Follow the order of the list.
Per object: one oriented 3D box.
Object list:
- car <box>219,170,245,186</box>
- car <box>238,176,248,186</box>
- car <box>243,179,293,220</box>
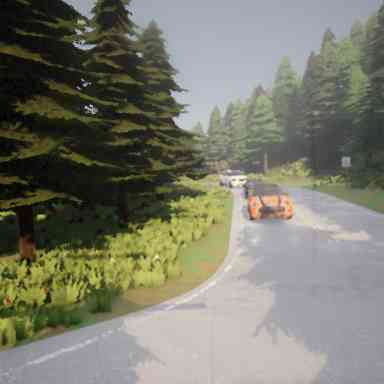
[{"bbox_3d":[4.929,-1.558,39.610,2.150,2.045,5.566,-3,5,-13],"label":"car"},{"bbox_3d":[5.355,-0.329,28.117,2.128,1.511,4.902,-3,5,5],"label":"car"},{"bbox_3d":[4.133,0.396,18.234,2.097,1.767,4.553,-3,5,8],"label":"car"}]
